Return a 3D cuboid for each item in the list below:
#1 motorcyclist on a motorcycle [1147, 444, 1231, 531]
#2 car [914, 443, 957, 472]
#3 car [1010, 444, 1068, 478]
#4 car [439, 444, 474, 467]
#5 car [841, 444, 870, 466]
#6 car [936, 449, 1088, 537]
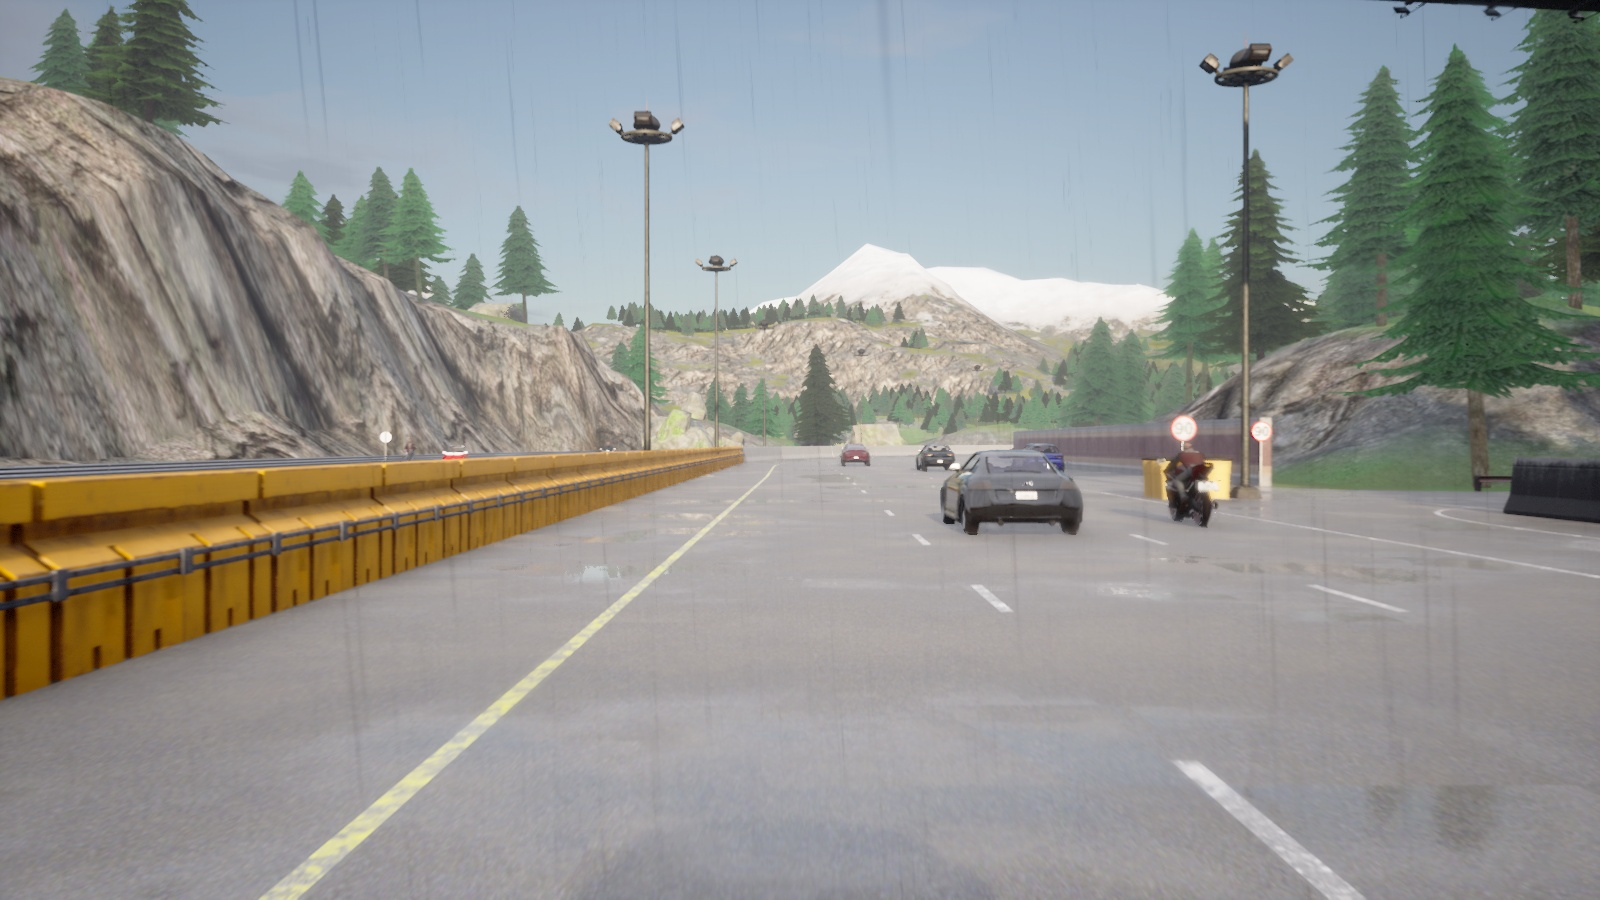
[{"bbox_3d":[7.136,0.657,23.159,0.866,1.530,2.191,0,0,0],"label":"motorcyclist on a motorcycle"},{"bbox_3d":[7.190,0.391,66.846,1.816,1.474,4.193,0,0,0],"label":"car"},{"bbox_3d":[10.761,0.450,56.838,1.816,1.474,4.193,0,0,0],"label":"car"},{"bbox_3d":[-20.875,0.355,76.342,1.481,1.376,2.207,0,0,0],"label":"car"},{"bbox_3d":[3.626,0.311,82.775,1.812,1.442,4.674,0,0,1],"label":"car"},{"bbox_3d":[3.631,0.689,22.232,1.994,1.385,4.181,0,0,0],"label":"car"}]
